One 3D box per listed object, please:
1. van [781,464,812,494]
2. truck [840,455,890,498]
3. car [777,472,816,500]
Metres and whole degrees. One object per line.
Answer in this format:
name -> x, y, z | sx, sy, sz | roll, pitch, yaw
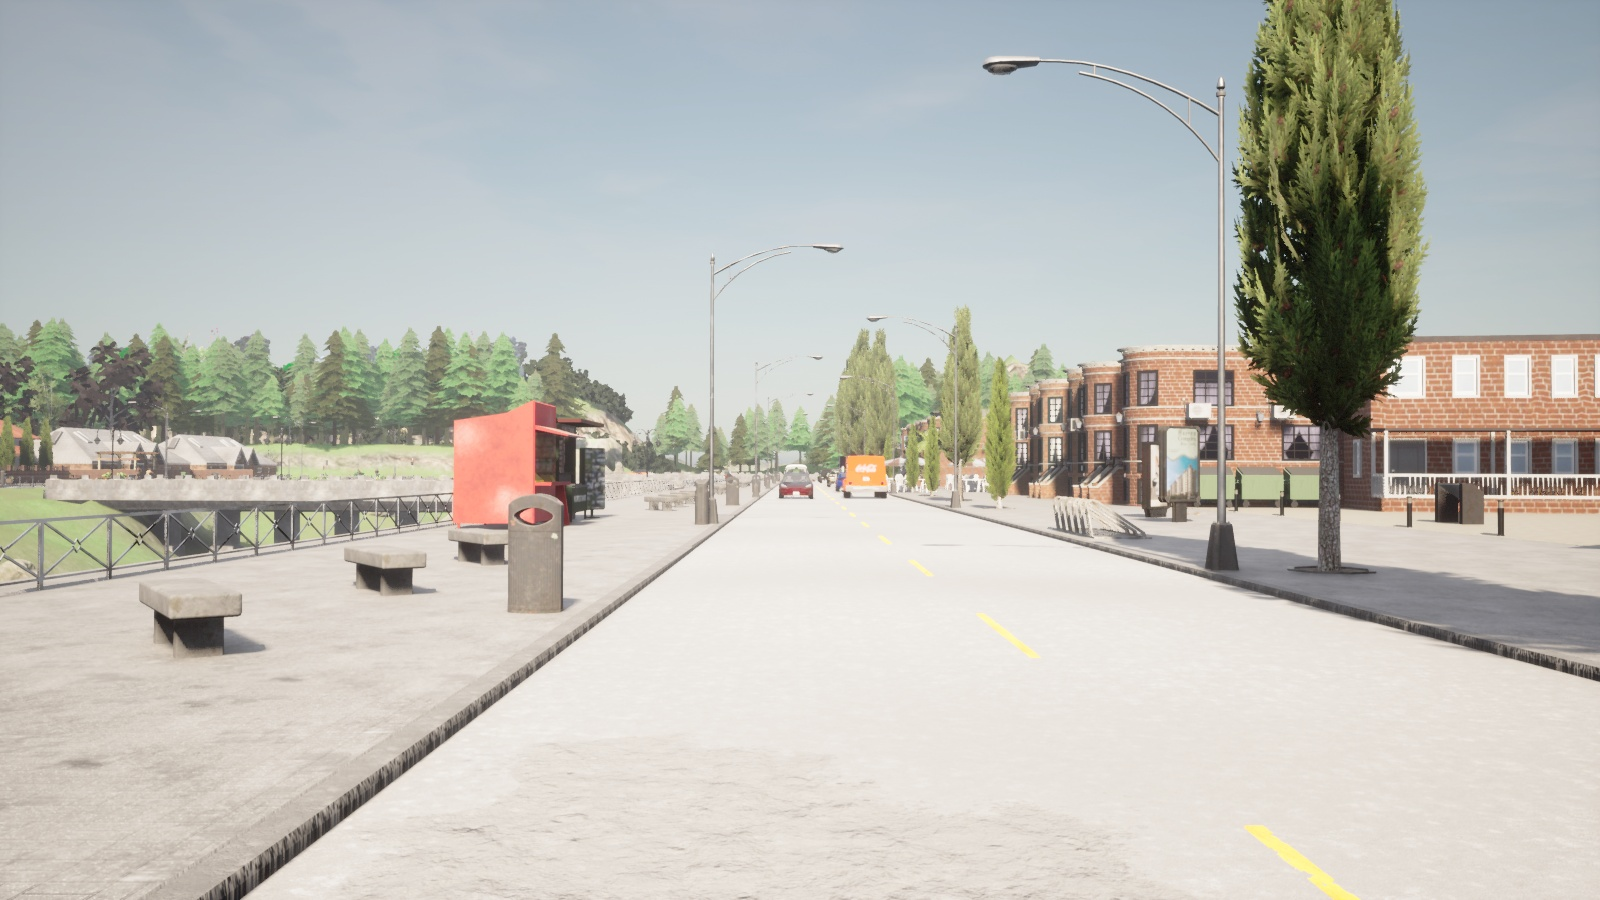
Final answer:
van -> -0.247, 2.031, 89.079 | 2.069, 2.038, 4.480 | 0, -1, 0
truck -> 3.791, 1.558, 74.359 | 2.627, 2.467, 5.204 | 0, -1, 0
car -> -0.196, 2.004, 71.001 | 2.163, 1.488, 4.792 | 0, -1, 0
